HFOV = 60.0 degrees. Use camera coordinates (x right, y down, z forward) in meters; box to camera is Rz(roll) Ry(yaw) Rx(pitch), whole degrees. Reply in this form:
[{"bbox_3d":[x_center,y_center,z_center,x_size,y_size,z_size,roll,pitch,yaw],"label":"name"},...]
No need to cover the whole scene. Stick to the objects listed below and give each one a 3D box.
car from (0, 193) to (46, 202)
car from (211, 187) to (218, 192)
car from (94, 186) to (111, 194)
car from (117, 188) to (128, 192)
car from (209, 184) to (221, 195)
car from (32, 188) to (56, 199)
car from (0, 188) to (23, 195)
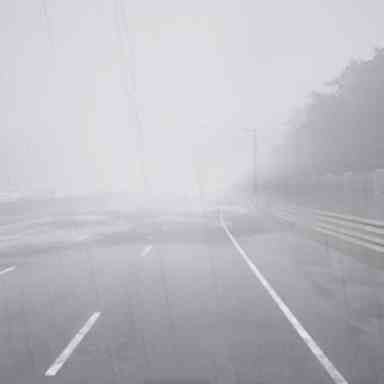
[{"bbox_3d":[-17.083,1.143,33.787,1.994,1.385,4.181,0,1,2],"label":"car"},{"bbox_3d":[6.176,-0.709,92.771,1.837,1.490,4.892,0,2,2],"label":"car"},{"bbox_3d":[-19.148,-0.254,71.326,2.150,2.045,5.566,0,2,2],"label":"car"},{"bbox_3d":[-15.539,-0.053,74.168,1.837,1.490,4.892,0,2,2],"label":"car"},{"bbox_3d":[5.639,-0.345,78.507,2.097,1.767,4.553,0,2,2],"label":"car"},{"bbox_3d":[-23.377,0.376,51.988,2.150,2.045,5.566,0,2,2],"label":"car"},{"bbox_3d":[-26.370,0.491,47.803,2.150,2.045,5.566,0,1,-1],"label":"car"}]
